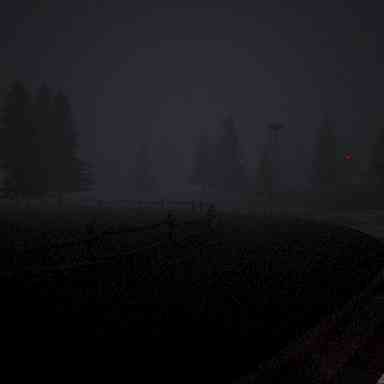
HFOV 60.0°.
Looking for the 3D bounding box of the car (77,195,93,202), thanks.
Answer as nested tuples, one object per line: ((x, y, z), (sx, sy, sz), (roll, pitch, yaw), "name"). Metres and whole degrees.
((-24.185, 1.500, 75.118), (4.892, 1.490, 1.837), (0, 0, 41), "car")
